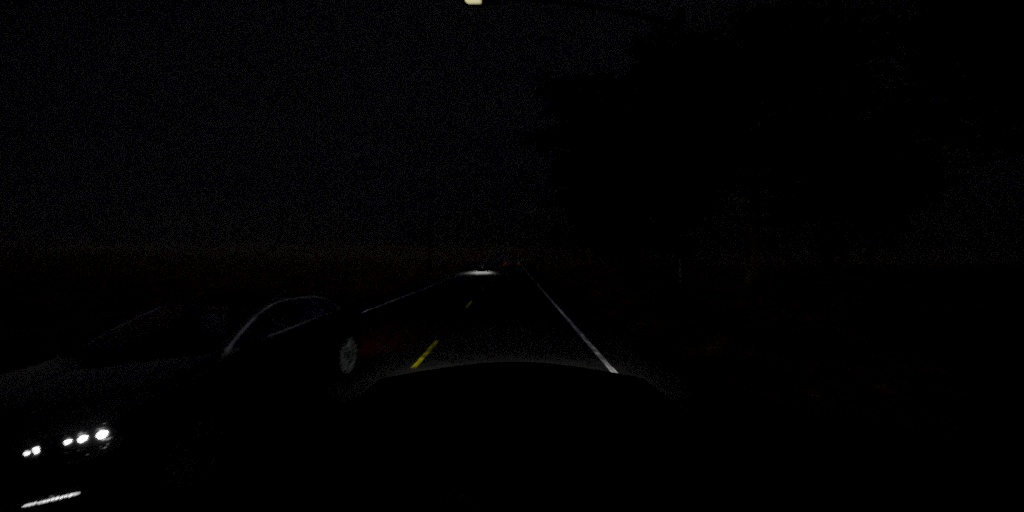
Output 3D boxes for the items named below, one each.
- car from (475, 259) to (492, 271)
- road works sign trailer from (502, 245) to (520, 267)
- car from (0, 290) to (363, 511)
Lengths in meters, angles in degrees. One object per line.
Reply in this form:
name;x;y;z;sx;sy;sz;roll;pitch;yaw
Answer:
car;-3.582;1.113;45.983;2.128;1.511;4.902;0;0;0
road works sign trailer;0.007;0.020;58.397;2.380;3.560;2.880;0;0;1
car;-3.599;1.237;4.530;2.128;1.511;4.902;0;0;0
